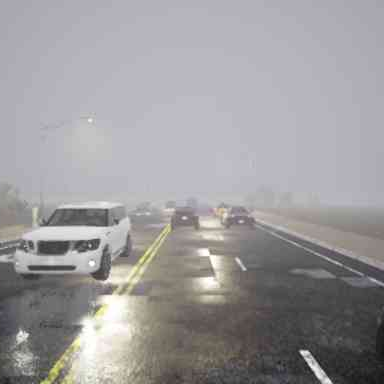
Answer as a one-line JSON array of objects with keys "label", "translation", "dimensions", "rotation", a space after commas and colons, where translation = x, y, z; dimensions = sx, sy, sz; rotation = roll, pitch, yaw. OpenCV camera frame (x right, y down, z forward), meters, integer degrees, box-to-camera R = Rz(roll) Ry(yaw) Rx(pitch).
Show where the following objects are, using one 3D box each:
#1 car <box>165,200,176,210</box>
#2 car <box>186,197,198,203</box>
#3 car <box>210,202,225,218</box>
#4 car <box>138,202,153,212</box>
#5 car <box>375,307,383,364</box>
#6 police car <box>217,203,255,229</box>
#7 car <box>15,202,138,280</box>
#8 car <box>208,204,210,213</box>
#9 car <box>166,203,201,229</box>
[{"label": "car", "translation": [-3.392, 2.129, 54.443], "dimensions": [1.882, 1.535, 5.008], "rotation": [0, -1, 0]}, {"label": "car", "translation": [-0.014, 1.955, 62.041], "dimensions": [2.150, 2.045, 5.566], "rotation": [0, -1, 0]}, {"label": "car", "translation": [3.212, 1.888, 35.372], "dimensions": [1.801, 1.575, 5.366], "rotation": [0, -1, 0]}, {"label": "car", "translation": [-6.649, 2.118, 47.281], "dimensions": [2.033, 1.411, 5.357], "rotation": [0, -1, 0]}, {"label": "car", "translation": [3.248, 1.460, 2.185], "dimensions": [2.033, 1.649, 4.856], "rotation": [0, -1, 0]}, {"label": "police car", "translation": [3.225, 1.804, 24.183], "dimensions": [2.038, 1.542, 4.974], "rotation": [0, -1, 0]}, {"label": "car", "translation": [-3.361, 1.355, 10.701], "dimensions": [2.150, 2.045, 5.566], "rotation": [0, -1, 0]}, {"label": "car", "translation": [3.200, 2.158, 46.210], "dimensions": [1.895, 1.301, 4.718], "rotation": [0, -1, 0]}, {"label": "car", "translation": [-0.418, 1.805, 24.400], "dimensions": [2.163, 1.488, 4.792], "rotation": [0, -1, 2]}]
